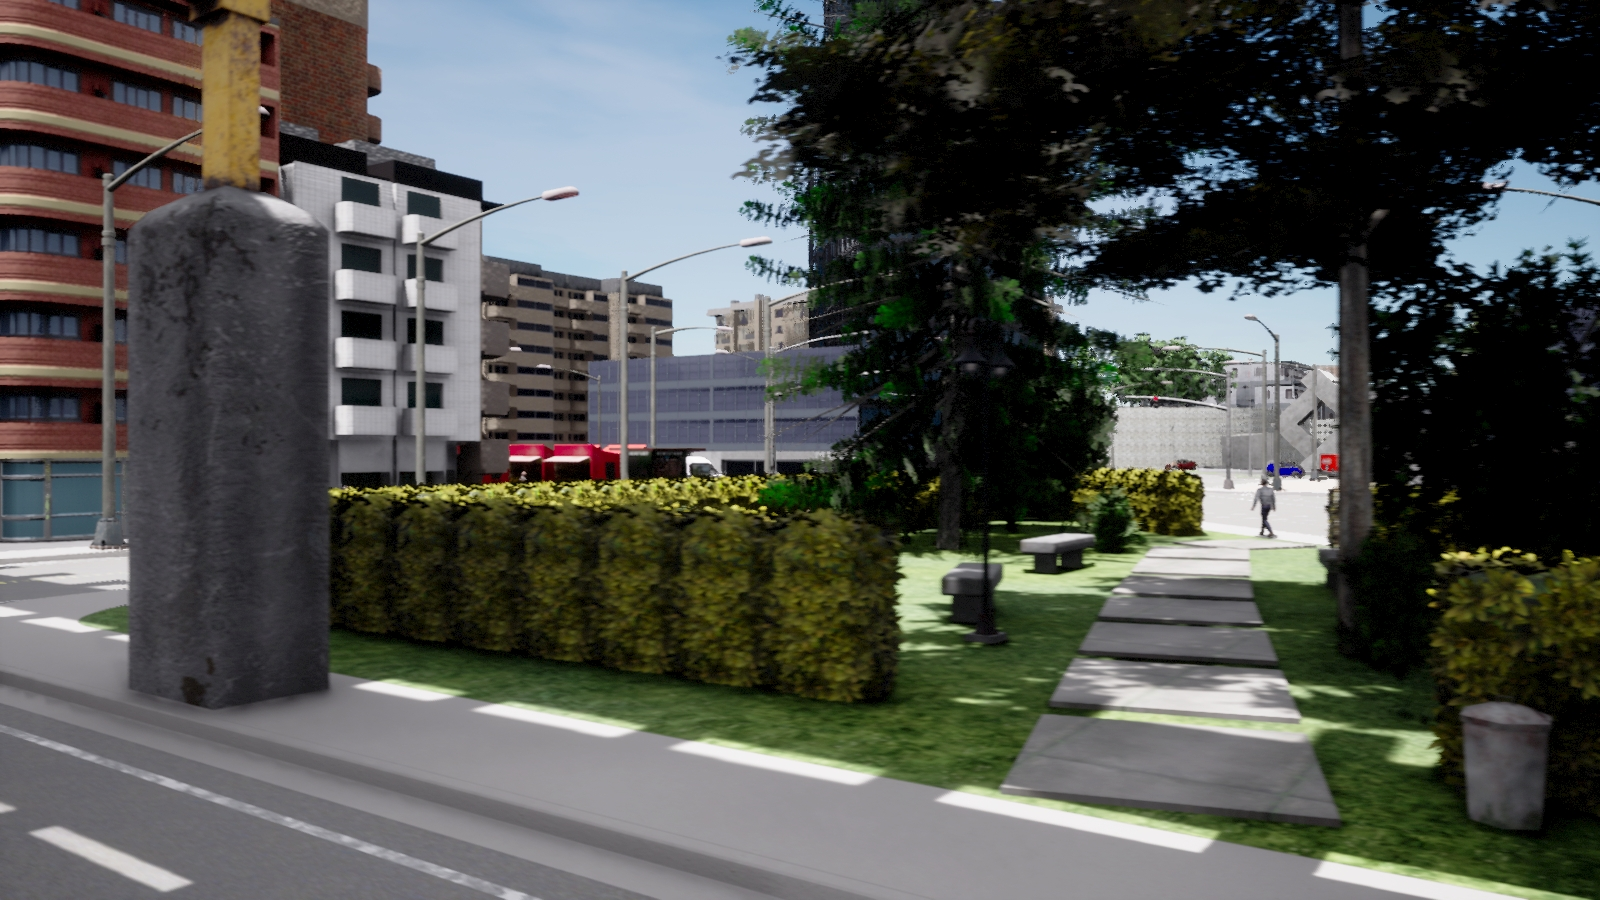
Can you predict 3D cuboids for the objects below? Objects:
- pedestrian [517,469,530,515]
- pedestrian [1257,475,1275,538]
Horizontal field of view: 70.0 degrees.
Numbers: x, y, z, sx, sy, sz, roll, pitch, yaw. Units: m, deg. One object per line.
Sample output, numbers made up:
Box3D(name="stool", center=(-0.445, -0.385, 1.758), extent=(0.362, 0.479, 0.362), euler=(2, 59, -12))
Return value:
Box3D(name="pedestrian", center=(-11.362, 1.733, 46.896), extent=(0.375, 1.860, 0.375), euler=(0, 0, 44))
Box3D(name="pedestrian", center=(13.998, 1.694, 34.303), extent=(0.375, 1.860, 0.375), euler=(0, 0, -5))
